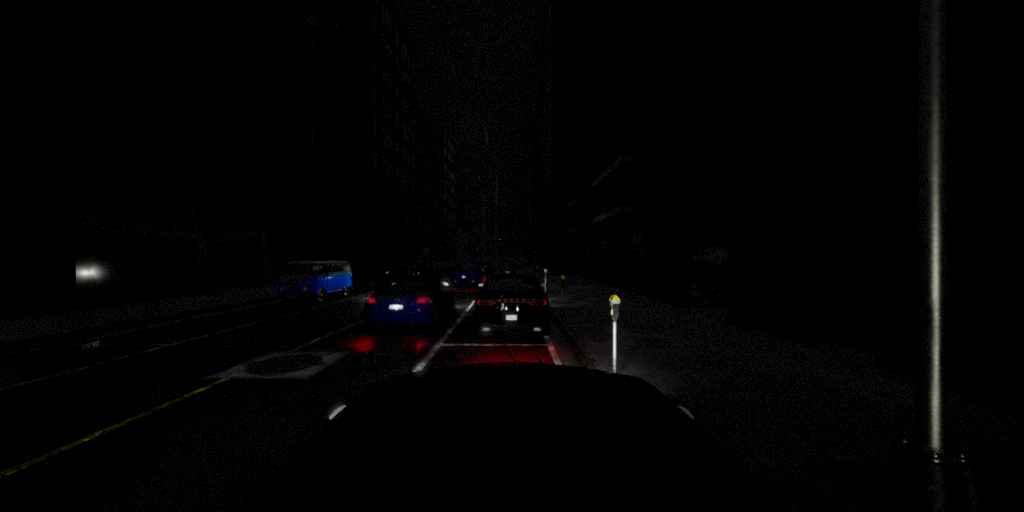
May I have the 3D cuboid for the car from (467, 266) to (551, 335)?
[{"bbox_3d":[-0.006,1.228,10.500,1.882,1.535,5.008,0,0,0],"label":"car"}]

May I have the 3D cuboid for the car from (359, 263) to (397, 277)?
[{"bbox_3d":[-8.813,1.317,21.829,1.948,1.339,4.313,0,0,0],"label":"car"}]

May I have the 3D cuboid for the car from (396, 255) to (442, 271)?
[{"bbox_3d":[-6.256,0.973,22.864,2.150,2.045,5.566,0,0,0],"label":"car"}]

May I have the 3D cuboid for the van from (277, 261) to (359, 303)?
[{"bbox_3d":[-8.813,1.091,16.328,1.690,1.789,3.998,0,0,0],"label":"van"}]

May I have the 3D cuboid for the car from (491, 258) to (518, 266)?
[{"bbox_3d":[-0.288,1.193,27.330,1.967,1.591,4.097,0,0,0],"label":"car"}]

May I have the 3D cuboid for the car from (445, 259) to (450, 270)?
[{"bbox_3d":[-8.814,1.340,43.834,1.802,1.307,4.207,0,0,0],"label":"car"}]

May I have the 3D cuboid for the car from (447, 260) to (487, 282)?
[{"bbox_3d":[-3.146,1.230,25.827,1.882,1.535,5.008,0,-1,0],"label":"car"}]

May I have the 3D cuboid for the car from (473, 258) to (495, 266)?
[{"bbox_3d":[-3.046,1.260,39.697,1.837,1.490,4.892,0,0,0],"label":"car"}]

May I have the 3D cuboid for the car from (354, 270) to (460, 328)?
[{"bbox_3d":[-3.046,1.314,11.420,1.994,1.385,4.181,0,0,0],"label":"car"}]

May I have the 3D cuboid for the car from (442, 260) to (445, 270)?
[{"bbox_3d":[-8.813,1.322,38.333,1.948,1.339,4.313,0,0,0],"label":"car"}]
